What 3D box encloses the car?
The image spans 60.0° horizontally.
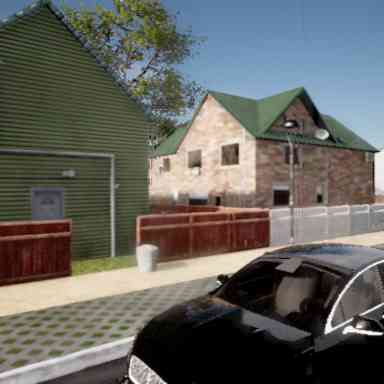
[{"bbox_3d":[1.580,1.492,4.197,4.892,1.490,1.837,0,0,-35],"label":"car"}]
